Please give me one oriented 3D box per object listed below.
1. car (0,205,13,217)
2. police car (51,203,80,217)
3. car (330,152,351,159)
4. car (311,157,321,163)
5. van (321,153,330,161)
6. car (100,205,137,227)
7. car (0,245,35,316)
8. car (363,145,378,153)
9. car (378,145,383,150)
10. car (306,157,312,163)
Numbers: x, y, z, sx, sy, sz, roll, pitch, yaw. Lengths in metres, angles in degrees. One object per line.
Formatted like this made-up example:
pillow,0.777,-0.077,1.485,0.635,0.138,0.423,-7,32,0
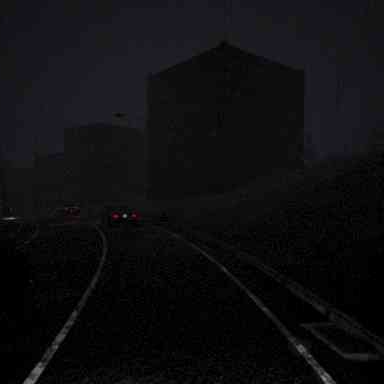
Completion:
car,-25.662,2.524,44.169,4.553,1.767,2.097,-4,0,38
police car,-14.840,2.048,38.738,2.038,1.542,4.974,-2,-1,-39
car,25.607,-5.842,55.936,2.231,1.521,4.892,0,2,3
car,26.222,-6.123,66.956,2.002,1.452,4.674,0,2,3
van,25.907,-6.228,61.317,1.878,1.987,4.442,0,2,3
car,-5.369,1.648,23.936,2.033,1.411,5.357,-1,0,-24
car,-4.199,1.570,5.543,1.994,1.385,4.181,0,0,-8
car,24.995,-5.629,44.938,2.185,1.767,4.553,0,2,3
car,24.688,-5.454,39.429,2.185,1.767,4.553,0,2,3
car,26.526,-6.565,72.425,2.435,2.045,5.566,0,2,3
